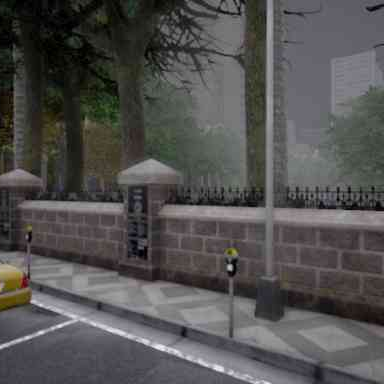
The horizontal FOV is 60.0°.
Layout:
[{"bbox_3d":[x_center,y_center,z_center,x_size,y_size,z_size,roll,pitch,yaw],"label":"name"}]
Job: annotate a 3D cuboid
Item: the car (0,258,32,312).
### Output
[{"bbox_3d":[-5.070,1.511,6.555,4.829,1.417,1.752,0,0,35],"label":"car"}]
